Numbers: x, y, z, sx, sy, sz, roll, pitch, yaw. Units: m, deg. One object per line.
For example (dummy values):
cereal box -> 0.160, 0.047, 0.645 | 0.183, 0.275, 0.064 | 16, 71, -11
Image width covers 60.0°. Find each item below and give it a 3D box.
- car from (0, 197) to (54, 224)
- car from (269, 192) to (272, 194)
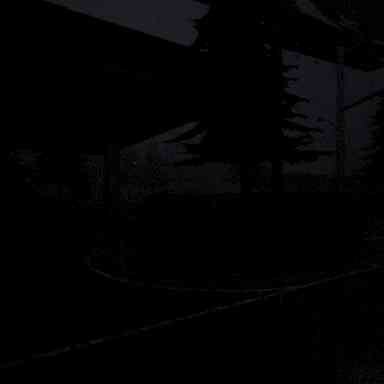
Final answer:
car -> -11.987, 1.313, 23.469 | 3.866, 1.878, 1.905 | 0, 0, -36
car -> 6.216, 1.050, 28.679 | 2.150, 2.045, 5.566 | 0, 1, -34
